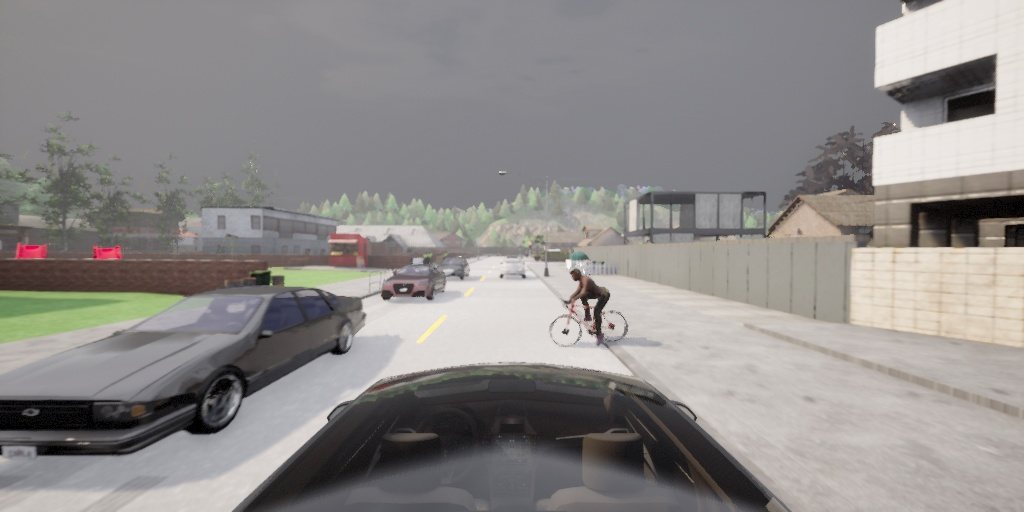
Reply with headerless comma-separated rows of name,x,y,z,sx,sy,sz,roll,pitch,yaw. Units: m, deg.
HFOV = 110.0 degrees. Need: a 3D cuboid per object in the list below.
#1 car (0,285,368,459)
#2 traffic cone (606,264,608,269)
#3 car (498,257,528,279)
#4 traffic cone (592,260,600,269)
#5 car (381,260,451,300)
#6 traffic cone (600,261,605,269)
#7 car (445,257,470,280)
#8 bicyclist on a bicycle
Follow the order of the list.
car,-4.103,1.207,5.640,2.033,1.411,5.357,0,1,0
traffic cone,11.635,0.978,45.577,0.344,0.586,0.344,0,0,0
car,0.046,0.887,27.113,1.812,1.442,4.674,0,1,0
traffic cone,10.279,1.013,43.964,0.344,0.586,0.344,0,0,0
car,-4.127,1.070,15.634,1.994,1.385,4.181,0,1,0
traffic cone,11.276,0.980,45.007,0.344,0.586,0.344,0,0,0
car,-4.139,0.842,25.813,2.128,1.511,4.902,0,1,0
bicyclist on a bicycle,1.553,1.064,7.478,1.656,1.620,0.582,-6,1,0
